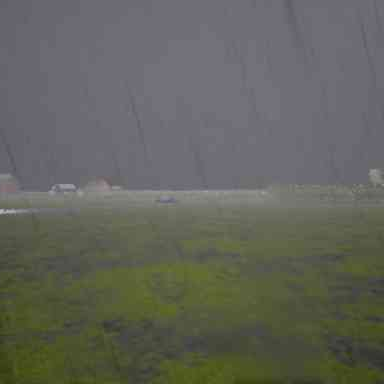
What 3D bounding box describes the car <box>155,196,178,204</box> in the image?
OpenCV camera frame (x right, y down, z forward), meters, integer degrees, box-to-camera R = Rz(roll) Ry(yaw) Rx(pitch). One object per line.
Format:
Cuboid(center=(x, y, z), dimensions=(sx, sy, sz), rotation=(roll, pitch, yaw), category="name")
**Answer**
Cuboid(center=(-4.757, 1.473, 63.547), dimensions=(2.033, 1.411, 5.357), rotation=(1, 0, 34), category="car")
